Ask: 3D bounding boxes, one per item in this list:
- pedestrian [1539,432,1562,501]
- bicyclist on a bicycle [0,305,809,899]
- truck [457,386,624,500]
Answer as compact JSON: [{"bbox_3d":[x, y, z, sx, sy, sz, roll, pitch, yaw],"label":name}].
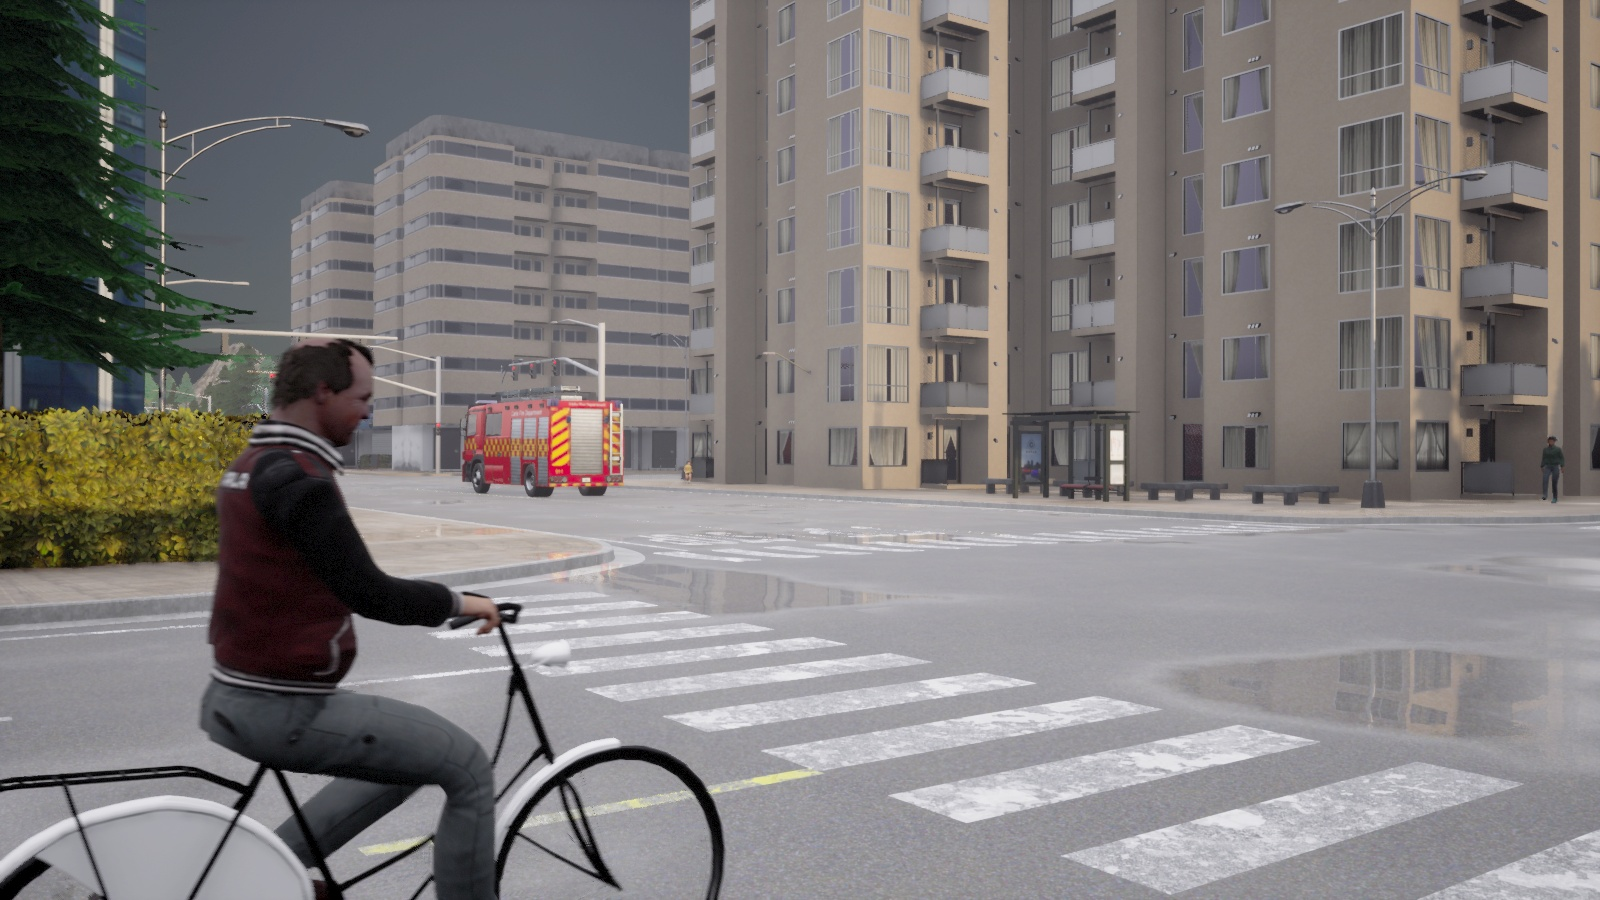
[{"bbox_3d":[20.375,0.439,34.092,0.614,1.847,0.353,0,0,-42],"label":"pedestrian"},{"bbox_3d":[-0.921,0.625,3.040,1.843,1.776,0.659,0,0,-35],"label":"bicyclist on a bicycle"},{"bbox_3d":[-9.774,-0.230,46.430,2.891,3.827,8.468,0,0,-35],"label":"truck"}]
